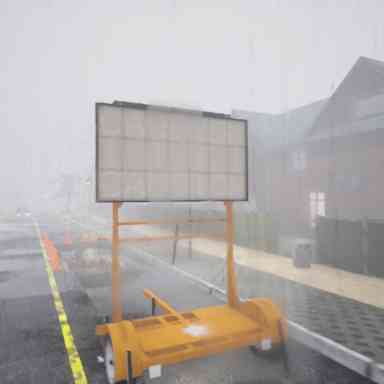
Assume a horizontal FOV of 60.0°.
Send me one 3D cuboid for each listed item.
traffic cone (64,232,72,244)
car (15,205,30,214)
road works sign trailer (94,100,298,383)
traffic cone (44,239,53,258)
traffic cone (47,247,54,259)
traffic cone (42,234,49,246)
[{"bbox_3d":[-6.164,2.277,16.562,0.340,0.580,0.340,0,-1,-26],"label":"traffic cone"},{"bbox_3d":[-27.201,2.803,53.476,1.994,1.385,4.181,0,-1,-26],"label":"car"},{"bbox_3d":[-0.288,0.551,5.024,2.380,3.560,2.880,0,-1,-26],"label":"road works sign trailer"},{"bbox_3d":[-5.295,2.198,12.531,0.340,0.580,0.340,0,-1,-26],"label":"traffic cone"},{"bbox_3d":[-4.413,2.162,10.737,0.340,0.580,0.340,0,-1,-26],"label":"traffic cone"},{"bbox_3d":[-6.178,2.235,14.326,0.340,0.580,0.340,0,-1,-26],"label":"traffic cone"}]
